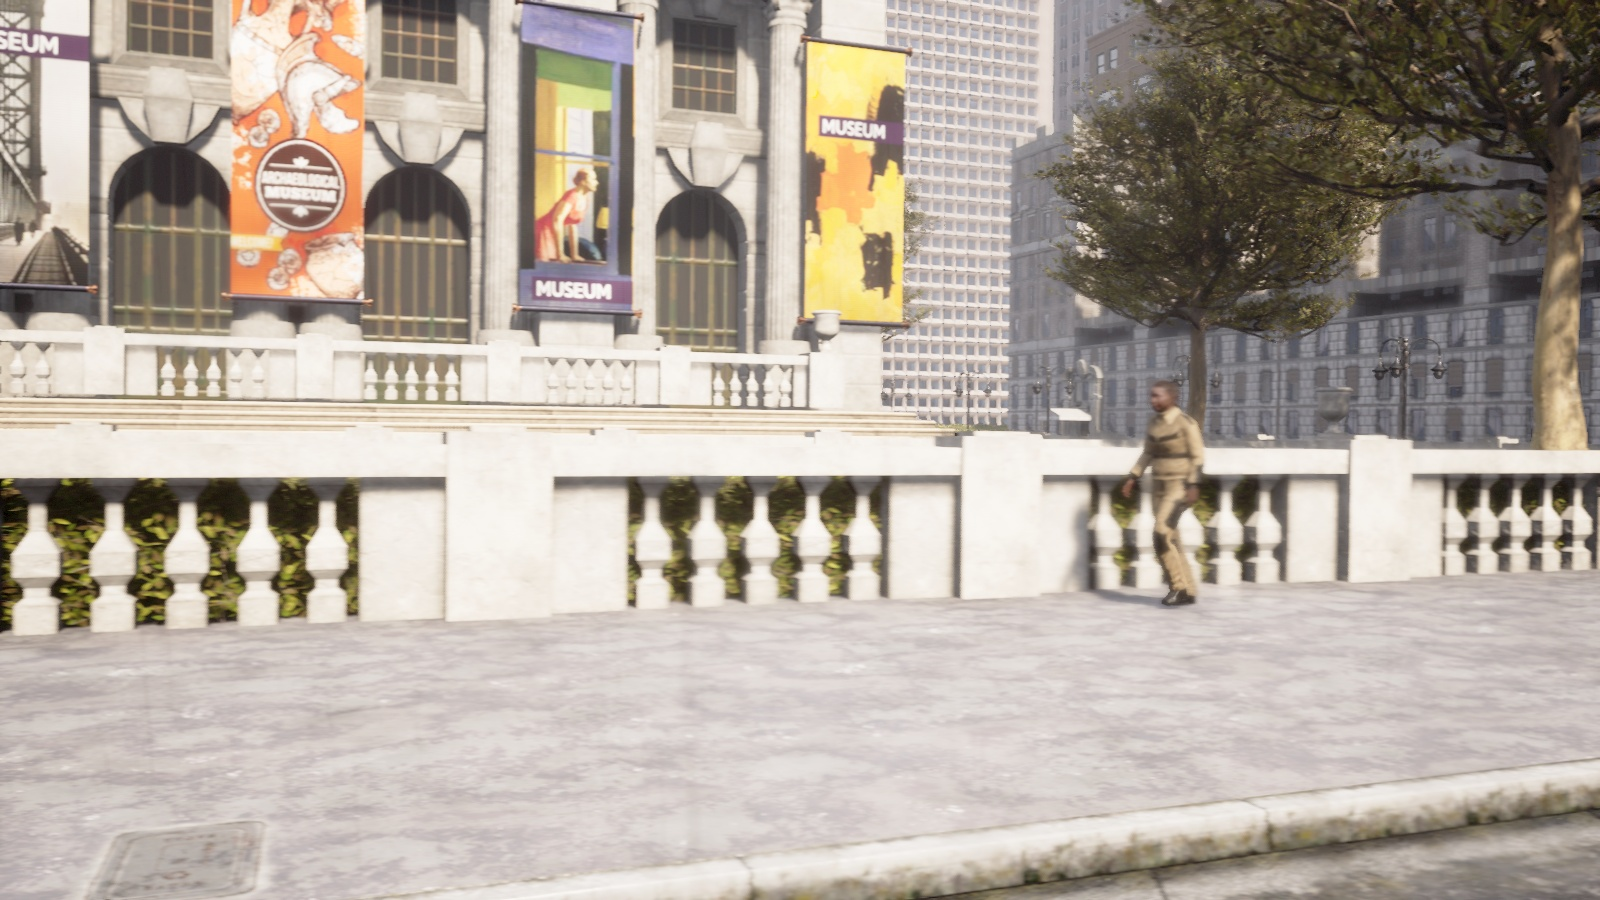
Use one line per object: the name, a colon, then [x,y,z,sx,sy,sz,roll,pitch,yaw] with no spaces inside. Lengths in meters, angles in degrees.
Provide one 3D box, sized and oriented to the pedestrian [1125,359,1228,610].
pedestrian: [2.997,0.259,9.994,0.692,1.930,0.396,-1,1,-26]
